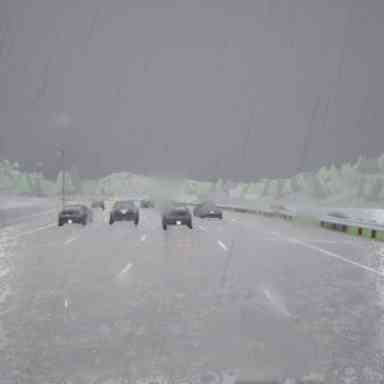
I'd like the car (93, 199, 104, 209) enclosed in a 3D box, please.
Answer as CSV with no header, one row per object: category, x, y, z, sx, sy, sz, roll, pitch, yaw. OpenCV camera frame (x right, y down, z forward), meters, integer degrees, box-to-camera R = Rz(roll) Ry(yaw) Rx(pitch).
car,-14.549,1.828,51.269,1.837,1.490,4.892,1,0,-18

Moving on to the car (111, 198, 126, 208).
car,-12.620,1.791,56.628,1.882,1.535,5.008,0,0,-20

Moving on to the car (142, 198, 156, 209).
car,-6.611,1.723,49.154,1.837,1.490,4.892,1,0,-17

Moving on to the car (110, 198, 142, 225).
car,-5.218,1.488,26.008,2.097,1.767,4.553,-1,0,-9

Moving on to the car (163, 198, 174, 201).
car,-3.716,1.714,51.689,1.812,1.442,4.674,0,0,-18

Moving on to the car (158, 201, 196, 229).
car,-1.128,1.581,22.327,1.837,1.490,4.892,0,0,-8

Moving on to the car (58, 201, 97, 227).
car,-8.444,1.678,24.382,1.837,1.490,4.892,1,0,-9

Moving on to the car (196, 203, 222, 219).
car,1.311,1.629,29.625,1.994,1.385,4.181,-1,0,-10
